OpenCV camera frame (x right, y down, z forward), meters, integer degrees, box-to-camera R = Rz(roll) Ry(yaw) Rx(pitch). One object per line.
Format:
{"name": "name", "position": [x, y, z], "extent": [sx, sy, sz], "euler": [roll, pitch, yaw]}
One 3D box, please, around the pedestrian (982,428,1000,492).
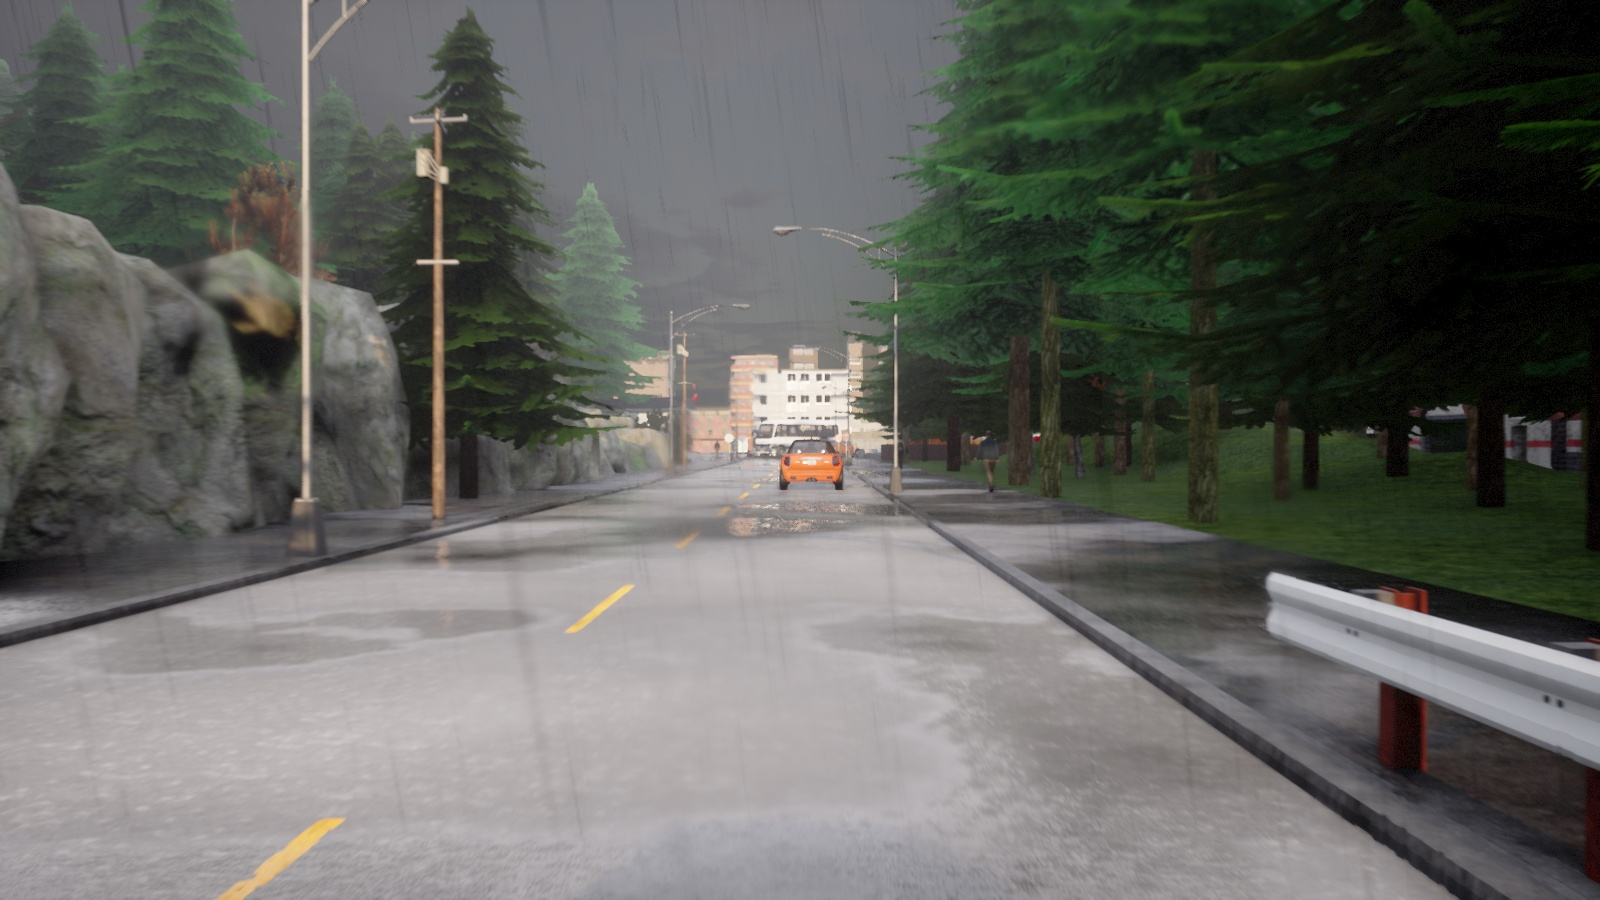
{"name": "pedestrian", "position": [5.530, 0.284, 36.397], "extent": [0.402, 1.842, 0.726], "euler": [0, 0, 1]}

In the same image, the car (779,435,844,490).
{"name": "car", "position": [0.373, 0.398, 42.669], "extent": [2.097, 1.767, 4.553], "euler": [0, 0, 0]}
